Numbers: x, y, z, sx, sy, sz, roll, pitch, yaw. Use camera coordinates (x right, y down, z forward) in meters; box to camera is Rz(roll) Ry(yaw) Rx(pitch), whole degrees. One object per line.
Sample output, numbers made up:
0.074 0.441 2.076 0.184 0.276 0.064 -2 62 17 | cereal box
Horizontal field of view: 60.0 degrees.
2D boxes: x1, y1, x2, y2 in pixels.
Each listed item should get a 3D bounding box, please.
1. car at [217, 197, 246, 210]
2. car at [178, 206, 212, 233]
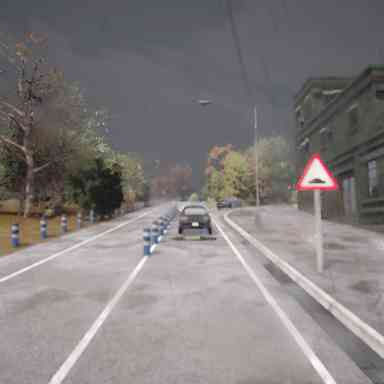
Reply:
4.729 1.318 39.767 2.128 1.511 4.902 -6 -2 34 | car
0.159 1.529 19.645 1.812 1.442 4.674 -1 0 0 | car
